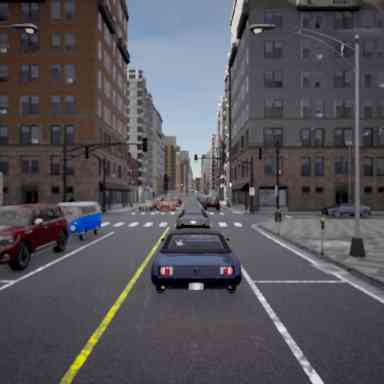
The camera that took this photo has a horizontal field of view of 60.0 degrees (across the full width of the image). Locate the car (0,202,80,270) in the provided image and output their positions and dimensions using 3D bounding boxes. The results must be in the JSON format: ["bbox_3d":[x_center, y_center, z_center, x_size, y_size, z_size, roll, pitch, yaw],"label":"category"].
[{"bbox_3d":[-5.875,1.370,11.362,2.192,1.841,5.009,0,0,0],"label":"car"}]

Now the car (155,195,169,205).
[{"bbox_3d":[-5.956,1.512,66.639,2.192,1.841,5.009,0,0,0],"label":"car"}]

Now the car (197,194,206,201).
[{"bbox_3d":[2.536,1.552,89.256,2.192,1.841,5.009,0,0,0],"label":"car"}]

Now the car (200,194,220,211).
[{"bbox_3d":[2.604,1.464,44.004,2.192,1.841,5.009,0,0,0],"label":"car"}]

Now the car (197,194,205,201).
[{"bbox_3d":[2.527,1.561,94.913,2.192,1.841,5.009,0,0,0],"label":"car"}]

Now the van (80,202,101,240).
[{"bbox_3d":[-5.884,1.421,17.003,1.690,1.788,3.998,0,0,0],"label":"van"}]

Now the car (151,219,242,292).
[{"bbox_3d":[0.085,1.645,8.993,1.895,1.301,4.718,0,0,0],"label":"car"}]

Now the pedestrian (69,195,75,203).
[{"bbox_3d":[-12.604,1.264,34.959,0.375,1.860,0.375,0,0,1],"label":"pedestrian"}]

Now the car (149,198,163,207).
[{"bbox_3d":[-5.939,1.699,55.158,1.752,1.417,4.829,0,0,0],"label":"car"}]

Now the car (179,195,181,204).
[{"bbox_3d":[-3.164,1.673,52.699,1.837,1.490,4.892,0,0,0],"label":"car"}]

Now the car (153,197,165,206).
[{"bbox_3d":[-5.948,1.710,60.813,1.752,1.417,4.829,0,0,0],"label":"car"}]

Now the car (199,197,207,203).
[{"bbox_3d":[2.552,1.799,77.943,1.802,1.307,4.206,0,0,0],"label":"car"}]

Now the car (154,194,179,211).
[{"bbox_3d":[-3.212,1.498,42.654,2.097,1.767,4.553,0,0,2],"label":"car"}]

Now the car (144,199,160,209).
[{"bbox_3d":[-5.931,1.728,49.673,1.947,1.339,4.313,0,0,0],"label":"car"}]

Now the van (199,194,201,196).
[{"bbox_3d":[2.578,1.526,60.974,1.690,1.788,3.998,0,0,0],"label":"van"}]

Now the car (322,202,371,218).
[{"bbox_3d":[14.598,1.674,31.552,4.181,1.385,1.994,0,0,1],"label":"car"}]

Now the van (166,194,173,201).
[{"bbox_3d":[-5.989,1.578,89.258,1.690,1.788,3.998,0,0,0],"label":"van"}]

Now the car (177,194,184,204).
[{"bbox_3d":[-3.139,1.412,63.370,2.150,2.045,5.566,0,0,1],"label":"car"}]

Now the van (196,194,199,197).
[{"bbox_3d":[2.544,1.568,83.599,1.690,1.788,3.998,0,0,0],"label":"van"}]

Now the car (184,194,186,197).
[{"bbox_3d":[-3.112,1.563,74.203,2.097,1.767,4.553,0,0,0],"label":"car"}]

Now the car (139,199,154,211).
[{"bbox_3d":[-5.922,1.674,43.848,1.752,1.417,4.829,0,0,0],"label":"car"}]

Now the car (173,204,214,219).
[{"bbox_3d":[0.068,1.656,20.425,1.994,1.385,4.181,0,0,0],"label":"car"}]
